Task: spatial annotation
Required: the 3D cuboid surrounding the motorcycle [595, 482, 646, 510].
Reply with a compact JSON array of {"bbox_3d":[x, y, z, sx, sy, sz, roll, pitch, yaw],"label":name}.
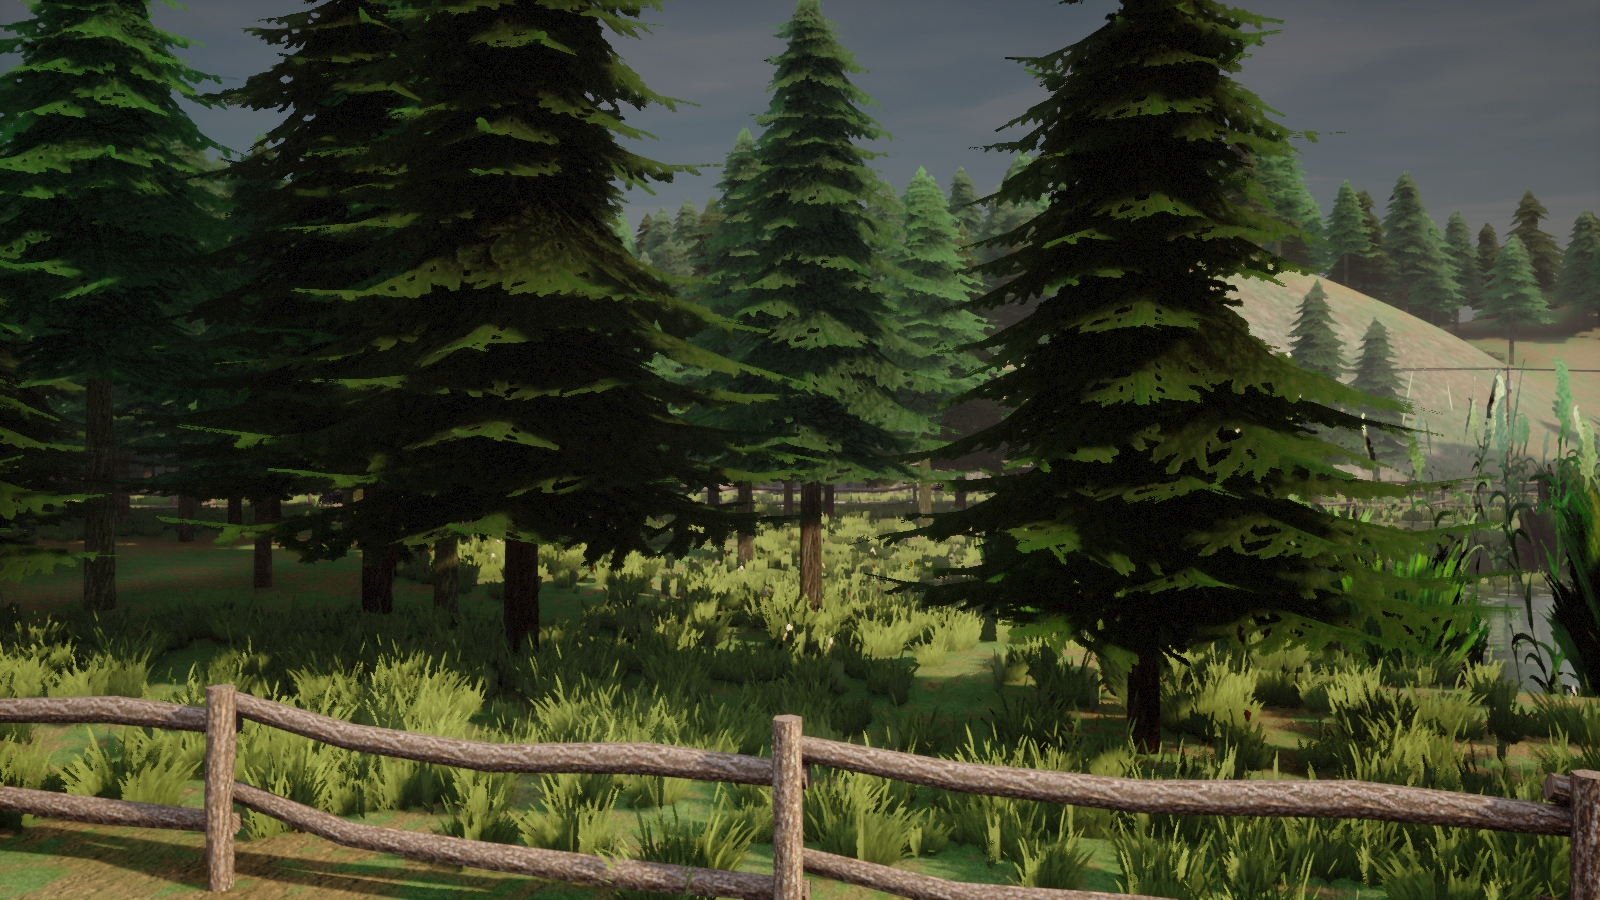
[{"bbox_3d":[-8.497,2.178,54.104,2.209,1.251,0.867,0,0,14],"label":"motorcycle"}]
